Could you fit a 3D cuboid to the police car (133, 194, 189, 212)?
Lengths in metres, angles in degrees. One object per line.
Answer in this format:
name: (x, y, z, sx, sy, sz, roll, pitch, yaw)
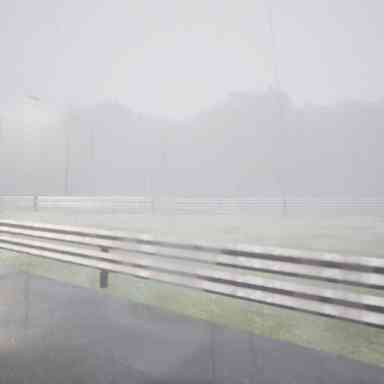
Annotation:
police car: (-2.834, 0.994, 30.684, 5.238, 1.638, 1.930, 0, 0, 8)
